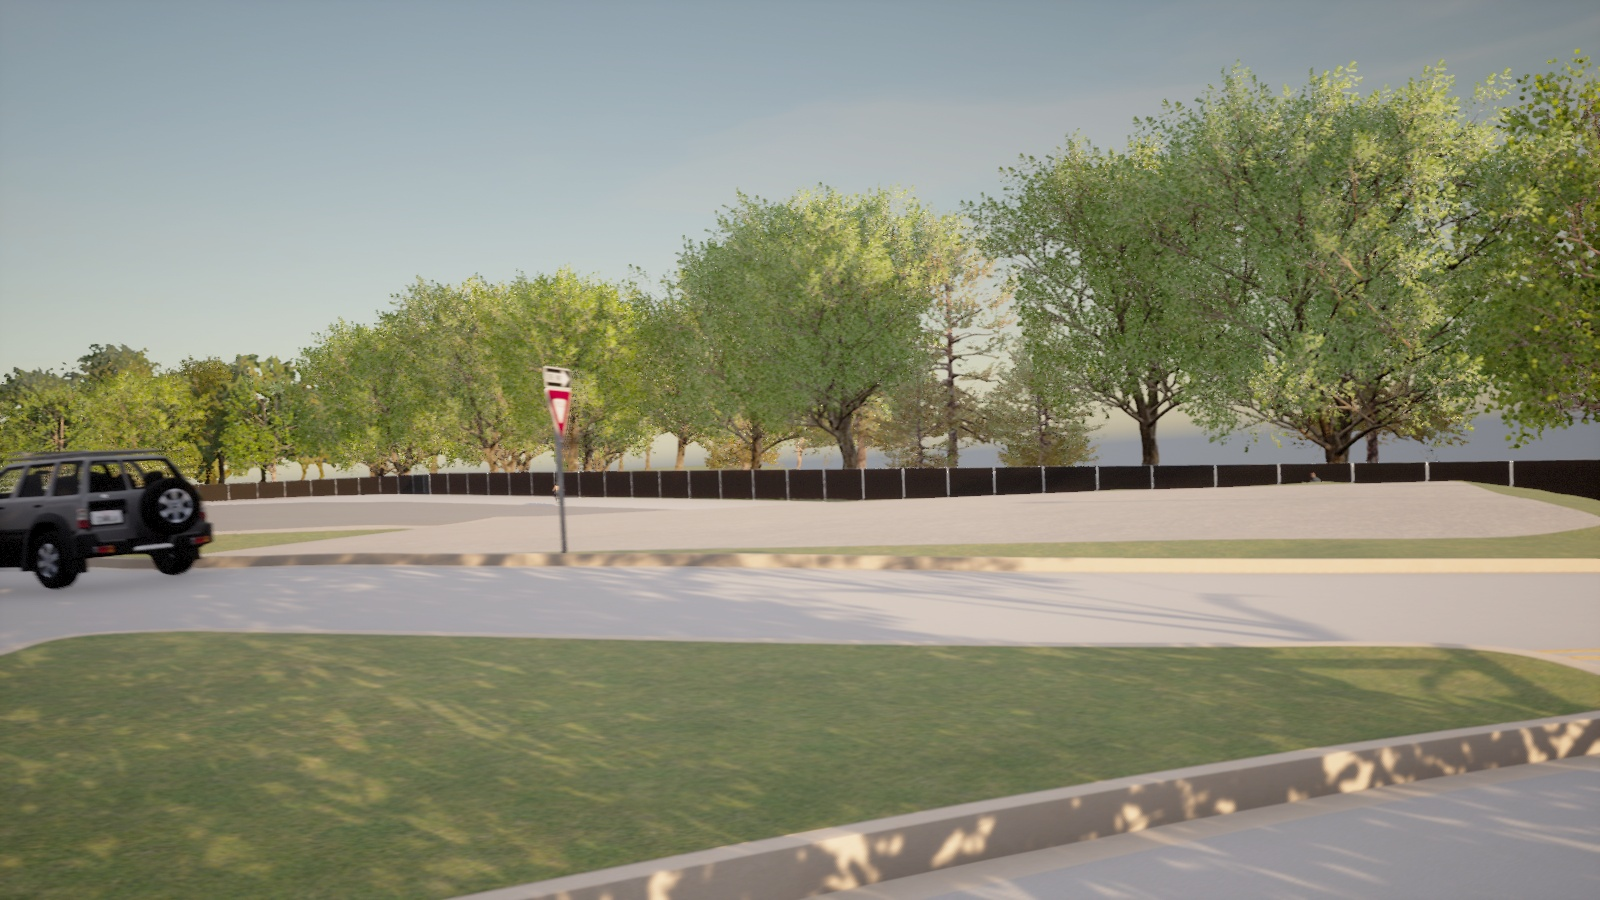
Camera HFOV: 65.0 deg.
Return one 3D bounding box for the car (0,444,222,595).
[{"bbox_3d":[-10.545,0.999,17.752,4.605,1.855,1.932,-4,0,31],"label":"car"}]
